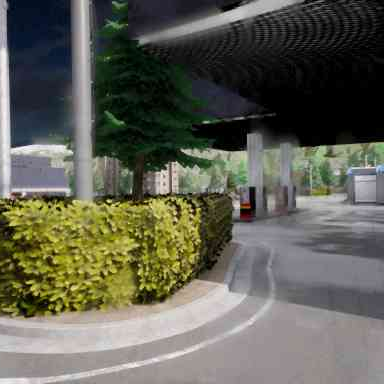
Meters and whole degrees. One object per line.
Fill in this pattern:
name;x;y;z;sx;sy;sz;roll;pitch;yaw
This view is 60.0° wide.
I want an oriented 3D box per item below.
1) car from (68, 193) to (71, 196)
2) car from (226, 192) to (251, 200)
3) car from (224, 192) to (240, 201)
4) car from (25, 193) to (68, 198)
car;-24.199;1.124;63.874;3.866;1.878;1.905;-1;1;35
car;9.251;0.811;66.483;4.514;1.523;2.007;-1;1;35
car;7.477;0.850;63.896;5.027;1.636;2.152;-1;1;35
car;-14.743;1.183;33.582;3.866;1.878;1.905;-1;1;35
